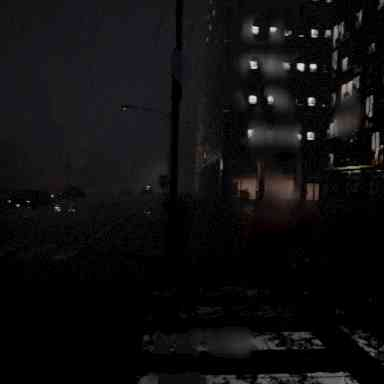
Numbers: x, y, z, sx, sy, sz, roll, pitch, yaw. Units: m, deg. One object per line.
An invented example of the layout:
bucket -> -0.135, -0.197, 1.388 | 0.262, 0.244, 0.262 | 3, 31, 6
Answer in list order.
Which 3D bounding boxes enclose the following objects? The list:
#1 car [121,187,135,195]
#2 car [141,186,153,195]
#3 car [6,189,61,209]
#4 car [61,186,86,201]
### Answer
car -> -11.053, -0.269, 57.538 | 1.895, 1.301, 4.718 | 1, 2, -3
car -> -7.825, -0.256, 58.041 | 2.033, 1.411, 5.357 | 1, 2, -3
car -> -12.777, 0.509, 26.803 | 2.033, 1.411, 5.357 | 1, 2, -3
car -> -13.312, 0.127, 37.254 | 1.882, 1.535, 5.008 | 1, 2, -3
